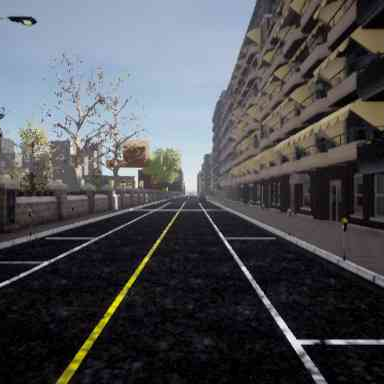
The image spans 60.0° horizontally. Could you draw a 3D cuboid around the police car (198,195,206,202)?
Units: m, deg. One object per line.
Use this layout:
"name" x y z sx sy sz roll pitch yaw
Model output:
"police car" 2.366 1.540 80.016 1.930 1.638 5.238 0 0 0
